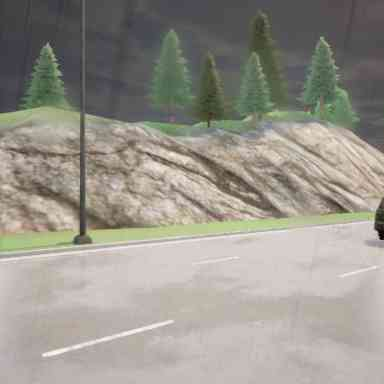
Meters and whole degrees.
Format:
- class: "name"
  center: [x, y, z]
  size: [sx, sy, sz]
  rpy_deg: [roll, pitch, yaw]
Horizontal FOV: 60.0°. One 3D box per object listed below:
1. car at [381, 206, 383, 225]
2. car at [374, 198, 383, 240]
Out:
- class: "car"
  center: [15.377, 1.601, 23.378]
  size: [4.718, 1.301, 1.895]
  rpy_deg: [0, 0, -36]
- class: "car"
  center: [10.866, 1.219, 15.826]
  size: [5.566, 2.045, 2.150]
  rpy_deg: [1, 0, -36]
